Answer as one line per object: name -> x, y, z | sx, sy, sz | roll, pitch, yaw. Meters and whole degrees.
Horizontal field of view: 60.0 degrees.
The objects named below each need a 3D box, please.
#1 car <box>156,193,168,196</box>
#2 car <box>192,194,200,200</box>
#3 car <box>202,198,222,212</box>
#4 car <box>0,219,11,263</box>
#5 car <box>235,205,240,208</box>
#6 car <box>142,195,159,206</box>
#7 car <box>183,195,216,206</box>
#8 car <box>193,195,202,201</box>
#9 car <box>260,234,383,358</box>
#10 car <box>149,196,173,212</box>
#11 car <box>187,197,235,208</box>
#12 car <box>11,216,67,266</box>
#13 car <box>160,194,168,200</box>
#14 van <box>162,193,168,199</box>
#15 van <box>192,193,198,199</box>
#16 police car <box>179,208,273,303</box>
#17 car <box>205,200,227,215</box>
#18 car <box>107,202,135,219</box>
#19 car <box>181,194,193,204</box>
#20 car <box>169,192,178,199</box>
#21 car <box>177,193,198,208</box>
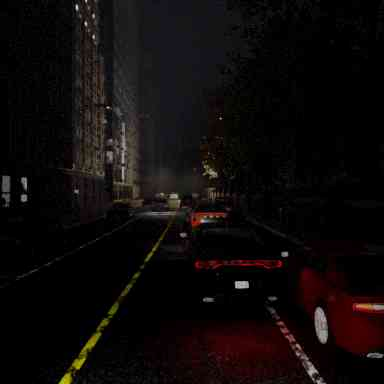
car -> -7.107, 1.154, 72.813 | 2.192, 1.841, 5.009 | 0, 0, -1
car -> 1.003, 1.227, 89.440 | 1.967, 1.590, 4.097 | 0, 0, -1
car -> 2.258, 1.488, 39.417 | 2.008, 1.369, 4.403 | 0, 0, -1
car -> -5.824, 1.314, 6.033 | 2.192, 1.841, 5.009 | 0, 0, 0
car -> 2.650, 1.562, 22.735 | 1.802, 1.307, 4.206 | 0, 0, -1
car -> -6.551, 1.486, 50.581 | 1.802, 1.307, 4.206 | 0, 0, -1
car -> 0.696, 1.328, 24.399 | 2.097, 1.767, 4.553 | 0, 0, 1
car -> 1.281, 1.375, 78.323 | 2.008, 1.369, 4.403 | 0, 0, -1
car -> 2.701, 1.544, 6.077 | 1.887, 1.381, 4.507 | 0, 0, 0
car -> -3.497, 1.467, 37.730 | 1.812, 1.442, 4.674 | 0, 0, -1
car -> 0.906, 1.338, 18.350 | 2.097, 1.767, 4.553 | 0, 0, 0
car -> -5.817, 1.561, 11.595 | 1.947, 1.339, 4.313 | 0, 0, 0
car -> -7.527, 1.336, 89.490 | 2.008, 1.369, 4.403 | 0, 0, -1
van -> -7.665, 1.106, 95.049 | 1.690, 1.788, 3.998 | 0, 0, -1
van -> 0.864, 1.108, 94.997 | 1.690, 1.788, 3.998 | 0, 0, -1
police car -> 0.739, 1.423, 8.423 | 1.930, 1.638, 5.238 | 0, 0, -3
car -> 2.397, 1.535, 33.860 | 1.802, 1.307, 4.206 | 0, 0, -1
car -> -5.993, 1.532, 28.341 | 1.947, 1.339, 4.313 | 0, 0, -1
car -> -0.945, 1.231, 59.606 | 2.097, 1.767, 4.553 | 0, 0, -1
car -> -4.579, 1.024, 84.788 | 2.150, 2.045, 5.566 | 0, 0, -1
car -> -0.597, 1.270, 46.379 | 2.097, 1.767, 4.553 | 0, 0, -1
